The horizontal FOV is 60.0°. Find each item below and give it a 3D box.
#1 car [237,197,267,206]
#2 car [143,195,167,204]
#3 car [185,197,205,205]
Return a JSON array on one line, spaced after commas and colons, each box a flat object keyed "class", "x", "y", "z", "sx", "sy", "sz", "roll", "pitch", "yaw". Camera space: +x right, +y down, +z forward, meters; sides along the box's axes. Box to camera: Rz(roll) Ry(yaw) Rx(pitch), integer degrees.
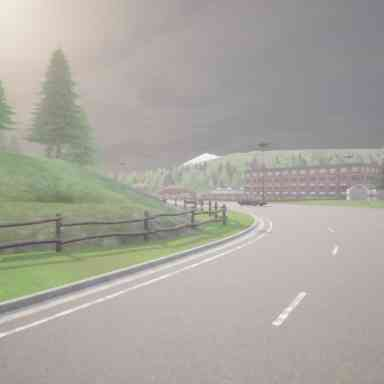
[{"class": "car", "x": 9.636, "y": 1.547, "z": 53.388, "sx": 2.033, "sy": 1.411, "sz": 5.357, "roll": 0, "pitch": 0, "yaw": -33}, {"class": "car", "x": -6.922, "y": 1.601, "z": 63.762, "sx": 1.895, "sy": 1.301, "sz": 4.718, "roll": 0, "pitch": 0, "yaw": -40}, {"class": "car", "x": 0.420, "y": 1.564, "z": 60.125, "sx": 1.994, "sy": 1.385, "sz": 4.181, "roll": 0, "pitch": 0, "yaw": -38}]
